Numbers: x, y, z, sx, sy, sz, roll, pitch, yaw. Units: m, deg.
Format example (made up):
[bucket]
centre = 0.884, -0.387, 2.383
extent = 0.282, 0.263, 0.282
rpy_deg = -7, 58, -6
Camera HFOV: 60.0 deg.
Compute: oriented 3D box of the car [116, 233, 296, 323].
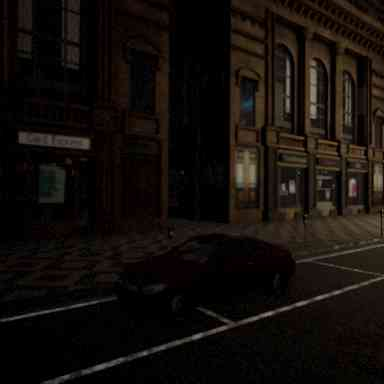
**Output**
[car]
centre = 0.494, 1.571, 7.107
extent = 4.206, 1.307, 1.802
rpy_deg = 0, 1, -35
